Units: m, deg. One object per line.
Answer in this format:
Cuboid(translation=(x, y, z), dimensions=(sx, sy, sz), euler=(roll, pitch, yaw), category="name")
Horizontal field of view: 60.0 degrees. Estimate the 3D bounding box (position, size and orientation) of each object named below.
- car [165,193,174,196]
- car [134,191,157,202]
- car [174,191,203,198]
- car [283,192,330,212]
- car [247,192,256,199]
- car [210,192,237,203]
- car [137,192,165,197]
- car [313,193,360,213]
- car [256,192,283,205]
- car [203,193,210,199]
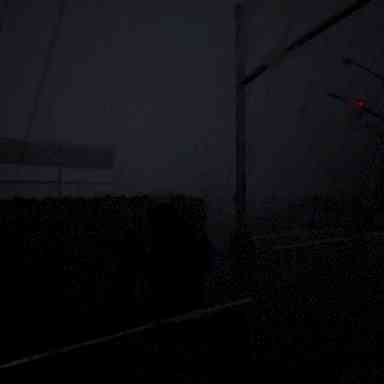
Cuboid(translation=(-6.378, 0.976, 94.143), dimensions=(5.357, 1.411, 2.033), euler=(0, 0, -35), category="car")
Cuboid(translation=(-9.056, 0.847, 64.785), dimensions=(3.866, 1.878, 1.905), euler=(0, 0, -35), category="car")
Cuboid(translation=(-0.720, 0.814, 66.578), dimensions=(4.605, 1.855, 1.932), euler=(0, 0, -35), category="car")
Cuboid(translation=(11.942, 1.120, 33.611), dimensions=(5.027, 1.636, 2.152), euler=(0, 0, -35), category="car")
Cuboid(translation=(15.344, 0.750, 73.926), dimensions=(5.027, 1.636, 2.152), euler=(0, 0, -35), category="car")
Cuboid(translation=(5.808, 1.025, 55.946), dimensions=(4.514, 1.523, 2.007), euler=(0, 0, -35), category="car")
Cuboid(translation=(-7.659, 1.136, 61.708), dimensions=(3.806, 1.475, 1.970), euler=(0, 0, -35), category="car")
Cuboid(translation=(13.776, 1.130, 31.066), dimensions=(4.514, 1.523, 2.007), euler=(0, 0, -35), category="car")
Cuboid(translation=(11.479, 1.051, 47.718), dimensions=(3.633, 1.501, 1.845), euler=(0, 0, -35), category="car")
Cuboid(translation=(3.537, 0.942, 77.993), dimensions=(4.514, 1.523, 2.007), euler=(0, 0, -35), category="car")
